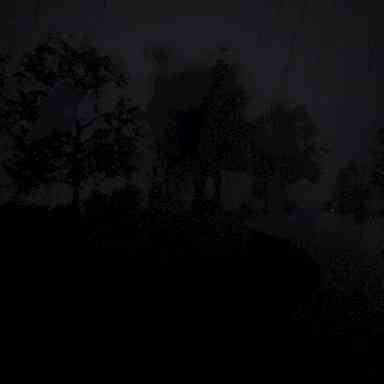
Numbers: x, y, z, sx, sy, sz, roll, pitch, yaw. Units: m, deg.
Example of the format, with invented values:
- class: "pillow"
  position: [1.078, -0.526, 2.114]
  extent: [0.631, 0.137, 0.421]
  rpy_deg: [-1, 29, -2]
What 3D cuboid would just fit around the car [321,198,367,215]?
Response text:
- class: "car"
  position: [15.775, 1.389, 34.573]
  extent: [4.553, 1.767, 2.097]
  rpy_deg: [0, 0, -18]
